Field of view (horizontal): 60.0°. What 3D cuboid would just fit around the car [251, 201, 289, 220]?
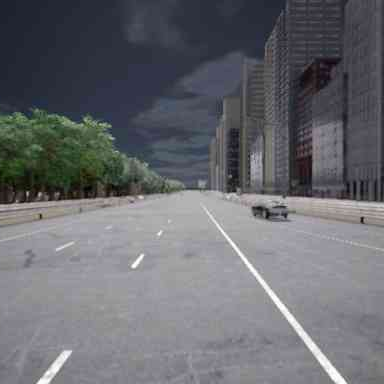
[{"bbox_3d":[6.493,1.502,28.328,2.128,1.511,4.902,0,0,-9],"label":"car"}]
